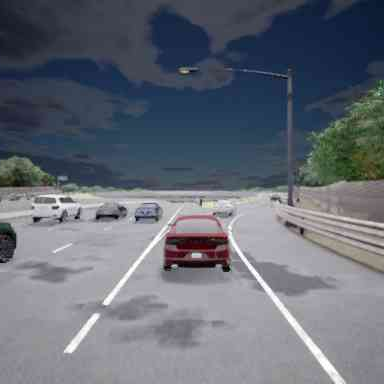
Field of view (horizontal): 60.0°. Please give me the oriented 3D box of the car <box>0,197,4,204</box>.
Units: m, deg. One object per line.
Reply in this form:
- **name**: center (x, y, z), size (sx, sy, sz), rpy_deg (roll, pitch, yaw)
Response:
- **car**: center (-40.092, 1.746, 67.858), size (1.994, 1.385, 4.181), rpy_deg (1, 0, -17)

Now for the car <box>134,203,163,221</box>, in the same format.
- **car**: center (-3.488, 1.592, 27.409), size (2.033, 1.411, 5.357), rpy_deg (0, 0, 0)

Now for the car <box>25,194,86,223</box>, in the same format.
- **car**: center (-10.387, 1.263, 25.818), size (2.150, 2.045, 5.566), rpy_deg (0, 0, 0)

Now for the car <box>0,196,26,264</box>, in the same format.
- **car**: center (-6.895, 1.236, 8.706), size (2.150, 2.045, 5.566), rpy_deg (0, 0, 0)

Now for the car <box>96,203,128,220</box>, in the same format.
- **car**: center (-6.887, 1.612, 28.804), size (1.994, 1.385, 4.181), rpy_deg (0, 0, 0)

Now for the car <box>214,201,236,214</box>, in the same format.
- **car**: center (3.297, 1.591, 33.470), size (1.812, 1.442, 4.674), rpy_deg (0, 0, 14)

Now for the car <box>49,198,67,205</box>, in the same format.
- **car**: center (-27.969, 1.933, 69.607), size (1.882, 1.535, 5.008), rpy_deg (0, -1, 0)

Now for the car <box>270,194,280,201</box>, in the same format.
- **car**: center (20.582, 1.584, 83.485), size (1.837, 1.490, 4.892), rpy_deg (-1, 1, 17)

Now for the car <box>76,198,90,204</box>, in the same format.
- **car**: center (-27.963, 2.294, 85.440), size (2.128, 1.511, 4.902), rpy_deg (0, -1, 0)

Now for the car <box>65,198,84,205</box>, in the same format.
- **car**: center (-24.469, 1.995, 69.605), size (2.033, 1.411, 5.357), rpy_deg (0, -1, 0)

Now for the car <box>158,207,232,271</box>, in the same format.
- **car**: center (0.176, 1.494, 11.077), size (1.882, 1.535, 5.008), rpy_deg (0, 0, 1)
